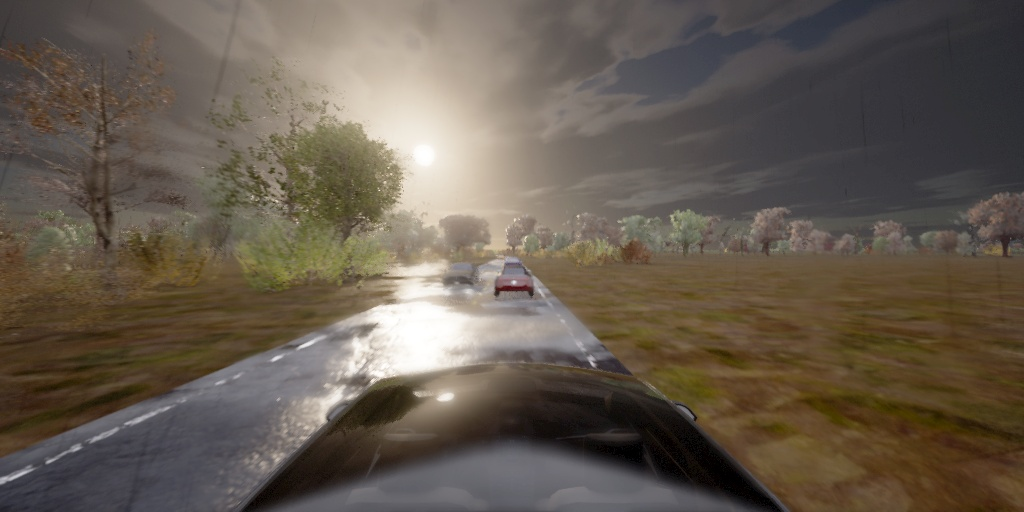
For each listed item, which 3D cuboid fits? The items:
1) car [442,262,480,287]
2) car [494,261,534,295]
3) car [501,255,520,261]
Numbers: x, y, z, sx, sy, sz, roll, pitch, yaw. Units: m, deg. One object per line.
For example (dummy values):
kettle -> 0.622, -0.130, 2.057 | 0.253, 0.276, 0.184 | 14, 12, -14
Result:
car -> -3.094, 1.120, 22.794 | 2.033, 1.411, 5.357 | 0, 0, 0
car -> 0.098, 1.172, 18.699 | 1.994, 1.385, 4.181 | 0, 0, 0
car -> 0.094, 0.919, 37.440 | 1.882, 1.535, 5.008 | 0, 1, 0
